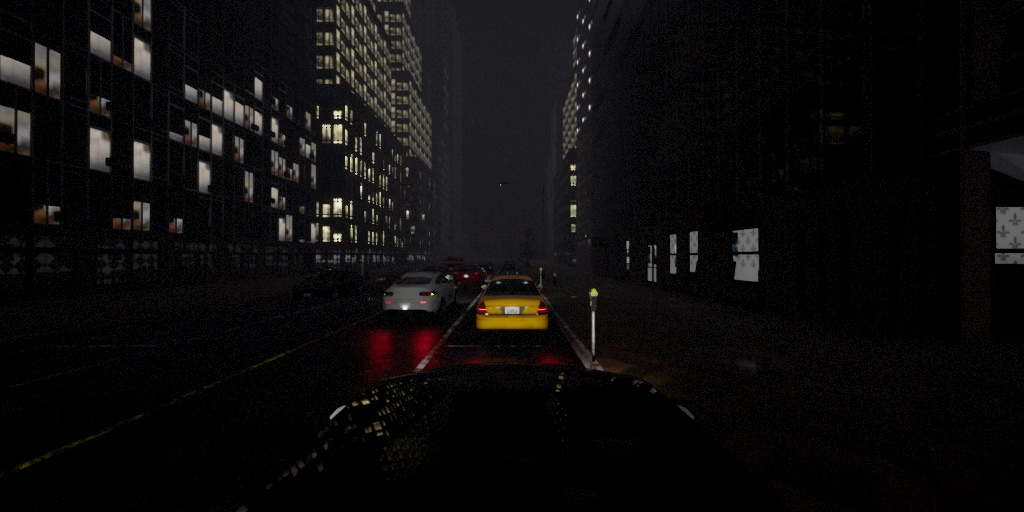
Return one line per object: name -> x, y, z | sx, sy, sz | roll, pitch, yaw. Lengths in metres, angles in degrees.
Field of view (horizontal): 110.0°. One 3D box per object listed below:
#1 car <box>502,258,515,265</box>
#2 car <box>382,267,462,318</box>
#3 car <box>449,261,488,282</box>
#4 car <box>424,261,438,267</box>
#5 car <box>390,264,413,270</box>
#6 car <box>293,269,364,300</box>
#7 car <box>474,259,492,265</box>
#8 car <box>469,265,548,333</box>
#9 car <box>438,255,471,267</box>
car -> -0.455, 1.298, 46.099 | 1.948, 1.339, 4.313 | 0, 0, 0
car -> -3.146, 1.275, 12.865 | 1.812, 1.442, 4.674 | 0, 0, 0
car -> -3.070, 1.308, 26.053 | 1.994, 1.385, 4.181 | 0, 0, 0
car -> -8.836, 1.286, 40.419 | 2.007, 1.370, 4.403 | 0, 0, 0
car -> -8.835, 1.325, 29.033 | 1.802, 1.307, 4.207 | 0, 0, 0
car -> -8.836, 1.313, 17.650 | 1.948, 1.339, 4.313 | 0, 0, 0
car -> -3.064, 1.336, 42.266 | 1.895, 1.301, 4.718 | 0, 0, 0
car -> 0.004, 1.206, 10.689 | 1.801, 1.575, 5.366 | 0, 0, 0
car -> -6.231, 0.957, 39.324 | 2.150, 2.045, 5.566 | 0, 0, 0
